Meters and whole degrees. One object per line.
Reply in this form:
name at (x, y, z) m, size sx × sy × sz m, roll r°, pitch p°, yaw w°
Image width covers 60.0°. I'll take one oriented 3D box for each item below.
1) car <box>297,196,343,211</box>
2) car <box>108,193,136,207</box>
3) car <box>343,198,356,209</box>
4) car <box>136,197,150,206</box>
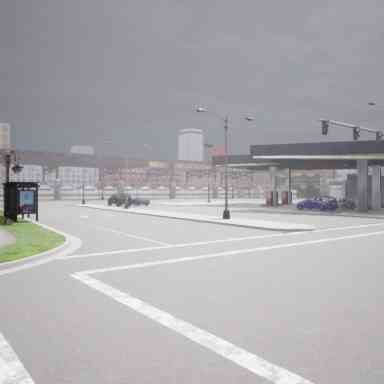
car at (14.323, 1.295, 38.331) m, size 2.242 × 1.667 × 4.611 m, roll 0°, pitch 0°, yaw -35°
car at (-11.367, 1.222, 52.222) m, size 2.150 × 2.045 × 5.566 m, roll 0°, pitch 0°, yaw -35°
car at (18.597, 1.456, 42.246) m, size 1.970 × 1.475 × 3.806 m, roll 0°, pitch 0°, yaw -35°
car at (-8.748, 1.547, 54.588) m, size 2.033 × 1.411 × 5.357 m, roll 0°, pitch 0°, yaw -35°
